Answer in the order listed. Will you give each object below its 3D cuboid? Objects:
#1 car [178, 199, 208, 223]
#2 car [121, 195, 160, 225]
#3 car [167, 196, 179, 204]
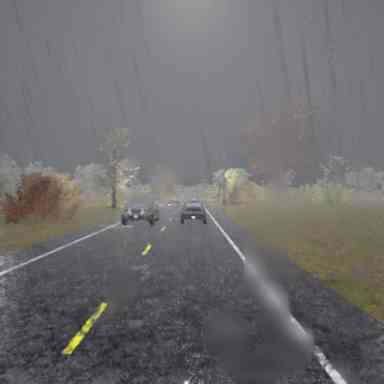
[{"bbox_3d":[0.105,1.496,25.248,1.837,1.490,4.892,0,0,0],"label":"car"},{"bbox_3d":[-3.594,1.216,24.016,2.150,2.045,5.566,0,0,0],"label":"car"},{"bbox_3d":[-3.512,1.526,63.158,1.994,1.385,4.181,0,0,1],"label":"car"}]
